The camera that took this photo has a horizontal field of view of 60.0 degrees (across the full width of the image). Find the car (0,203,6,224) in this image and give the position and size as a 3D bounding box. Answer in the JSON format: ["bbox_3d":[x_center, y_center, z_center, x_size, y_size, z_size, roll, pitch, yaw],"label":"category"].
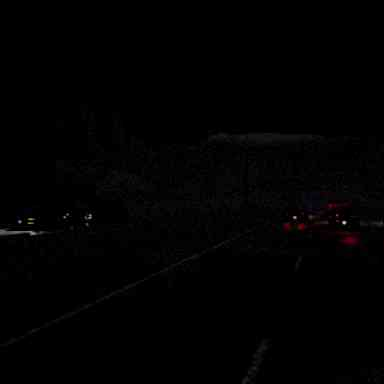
[{"bbox_3d":[-13.065,1.471,21.511,1.882,1.535,5.008,0,0,22],"label":"car"}]

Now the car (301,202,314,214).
[{"bbox_3d":[14.357,2.002,41.918,1.812,1.442,4.674,0,-1,22],"label":"car"}]

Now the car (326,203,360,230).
[{"bbox_3d":[10.482,1.727,23.125,1.837,1.490,4.892,0,-1,22],"label":"car"}]

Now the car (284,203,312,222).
[{"bbox_3d":[9.488,1.891,29.965,1.895,1.301,4.718,0,-1,22],"label":"car"}]

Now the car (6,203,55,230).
[{"bbox_3d":[-9.187,1.534,21.753,1.837,1.490,4.892,0,-1,22],"label":"car"}]

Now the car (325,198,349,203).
[{"bbox_3d":[15.921,1.653,36.473,2.150,2.045,5.566,0,-1,22],"label":"car"}]

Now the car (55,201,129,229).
[{"bbox_3d":[-5.845,1.401,20.678,2.097,1.767,4.553,0,0,22],"label":"car"}]
